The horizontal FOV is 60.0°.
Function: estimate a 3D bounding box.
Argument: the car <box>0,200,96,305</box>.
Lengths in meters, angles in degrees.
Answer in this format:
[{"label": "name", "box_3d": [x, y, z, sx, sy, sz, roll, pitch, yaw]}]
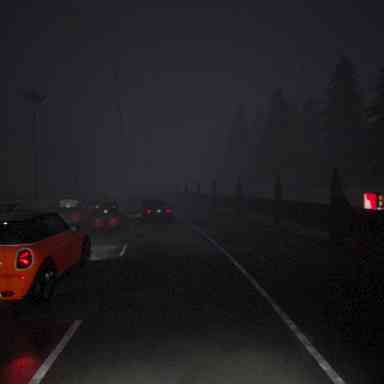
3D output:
[{"label": "car", "box_3d": [-3.911, 1.232, 7.914, 2.097, 1.767, 4.553, 0, 1, -4]}]

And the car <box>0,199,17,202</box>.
[{"label": "car", "box_3d": [-8.197, 1.268, 14.931, 2.128, 1.511, 4.902, 0, 1, -8]}]

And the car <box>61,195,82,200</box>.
[{"label": "car", "box_3d": [-11.921, 1.037, 32.805, 1.812, 1.442, 4.674, 0, 1, -13]}]

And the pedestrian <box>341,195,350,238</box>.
[{"label": "pedestrian", "box_3d": [6.106, 0.938, 13.433, 0.375, 1.860, 0.375, 0, 1, -7]}]

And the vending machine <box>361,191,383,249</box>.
[{"label": "vending machine", "box_3d": [7.186, 1.005, 12.555, 1.100, 2.100, 0.880, 0, 1, -6]}]

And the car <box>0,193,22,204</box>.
[{"label": "car", "box_3d": [-26.523, 0.831, 48.184, 2.033, 1.411, 5.357, 0, 1, -13]}]

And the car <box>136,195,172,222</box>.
[{"label": "car", "box_3d": [-2.574, 1.202, 23.101, 2.033, 1.411, 5.357, 0, 1, -12]}]

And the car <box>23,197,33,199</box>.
[{"label": "car", "box_3d": [-22.235, 0.892, 45.256, 1.994, 1.385, 4.181, 0, 1, -13]}]

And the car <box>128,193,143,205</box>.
[{"label": "car", "box_3d": [-7.163, 0.834, 43.136, 1.882, 1.535, 5.008, 0, 1, -13]}]

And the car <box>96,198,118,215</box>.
[{"label": "car", "box_3d": [-7.232, 1.181, 28.122, 1.895, 1.301, 4.718, 0, 1, -13]}]
